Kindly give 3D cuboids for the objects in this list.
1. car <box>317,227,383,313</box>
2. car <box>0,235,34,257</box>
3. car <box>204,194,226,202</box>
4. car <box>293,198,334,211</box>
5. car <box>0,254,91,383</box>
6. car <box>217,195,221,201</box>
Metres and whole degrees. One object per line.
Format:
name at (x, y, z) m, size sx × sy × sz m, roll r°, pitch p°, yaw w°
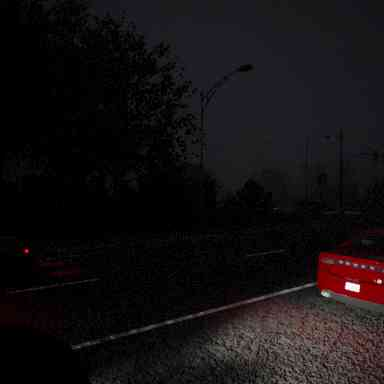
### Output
car at (4.768, 1.478, 7.124) m, size 5.008 × 1.535 × 1.882 m, roll 0°, pitch 0°, yaw -35°
car at (-6.689, 1.547, 7.823) m, size 5.357 × 1.411 × 2.033 m, roll 0°, pitch 0°, yaw -35°
car at (4.743, 1.292, 68.783) m, size 2.128 × 1.511 × 4.902 m, roll 0°, pitch 1°, yaw -33°
car at (14.466, 1.477, 39.825) m, size 1.882 × 1.535 × 5.008 m, roll 0°, pitch 0°, yaw -33°
car at (-2.985, 1.492, 1.625) m, size 4.902 × 1.511 × 2.128 m, roll 0°, pitch 0°, yaw -35°
car at (3.918, 1.454, 56.637) m, size 1.812 × 1.442 × 4.674 m, roll 0°, pitch 1°, yaw -32°
